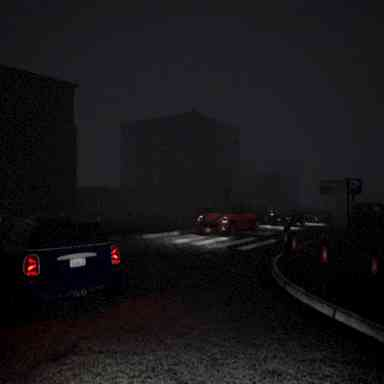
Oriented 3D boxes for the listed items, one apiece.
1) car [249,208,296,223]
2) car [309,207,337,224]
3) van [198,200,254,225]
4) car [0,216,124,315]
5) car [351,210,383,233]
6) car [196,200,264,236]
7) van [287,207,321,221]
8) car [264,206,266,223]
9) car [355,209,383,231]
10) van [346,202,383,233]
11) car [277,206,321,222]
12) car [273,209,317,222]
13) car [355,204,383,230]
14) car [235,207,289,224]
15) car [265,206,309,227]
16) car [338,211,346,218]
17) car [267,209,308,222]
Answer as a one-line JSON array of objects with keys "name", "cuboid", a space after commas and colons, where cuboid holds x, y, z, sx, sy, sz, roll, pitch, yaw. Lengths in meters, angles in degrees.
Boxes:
[{"name": "car", "cuboid": [9.260, 2.686, 38.334, 4.792, 1.488, 2.163, 0, -4, 34]}, {"name": "car", "cuboid": [15.205, 2.915, 39.032, 2.128, 1.511, 4.902, 0, -4, 34]}, {"name": "van", "cuboid": [2.929, 1.745, 29.045, 4.442, 1.987, 1.878, 0, -3, 34]}, {"name": "car", "cuboid": [-3.449, 1.347, 7.934, 2.097, 1.767, 4.553, 0, 0, -38]}, {"name": "car", "cuboid": [13.465, 2.018, 22.358, 4.792, 1.488, 2.163, 0, -3, 34]}, {"name": "car", "cuboid": [2.152, 1.509, 19.479, 2.097, 1.767, 4.553, 0, -2, 35]}, {"name": "van", "cuboid": [16.773, 3.305, 49.932, 4.442, 1.987, 1.878, 0, -4, 34]}, {"name": "car", "cuboid": [6.119, 2.170, 33.590, 4.553, 1.767, 2.185, 0, -3, 34]}, {"name": "car", "cuboid": [15.003, 2.147, 24.733, 5.008, 1.535, 2.097, 0, -4, 33]}, {"name": "van", "cuboid": [12.007, 1.630, 20.001, 4.442, 1.987, 1.878, 0, -3, 34]}, {"name": "car", "cuboid": [15.309, 3.103, 47.562, 5.566, 2.045, 2.435, 0, -4, 34]}, {"name": "car", "cuboid": [14.008, 3.183, 45.214, 5.366, 1.575, 1.946, 0, -4, 34]}, {"name": "car", "cuboid": [16.497, 2.065, 27.037, 5.566, 2.045, 2.435, 0, -4, 34]}, {"name": "car", "cuboid": [7.544, 2.476, 36.131, 5.366, 1.575, 1.946, 0, -4, 34]}, {"name": "car", "cuboid": [8.303, 2.147, 28.644, 1.837, 1.490, 4.892, 0, -4, 34]}, {"name": "car", "cuboid": [39.146, 5.837, 83.525, 5.566, 2.045, 2.435, 0, -4, 34]}, {"name": "car", "cuboid": [12.247, 3.041, 42.887, 4.674, 1.452, 2.002, 0, -4, 34]}]
